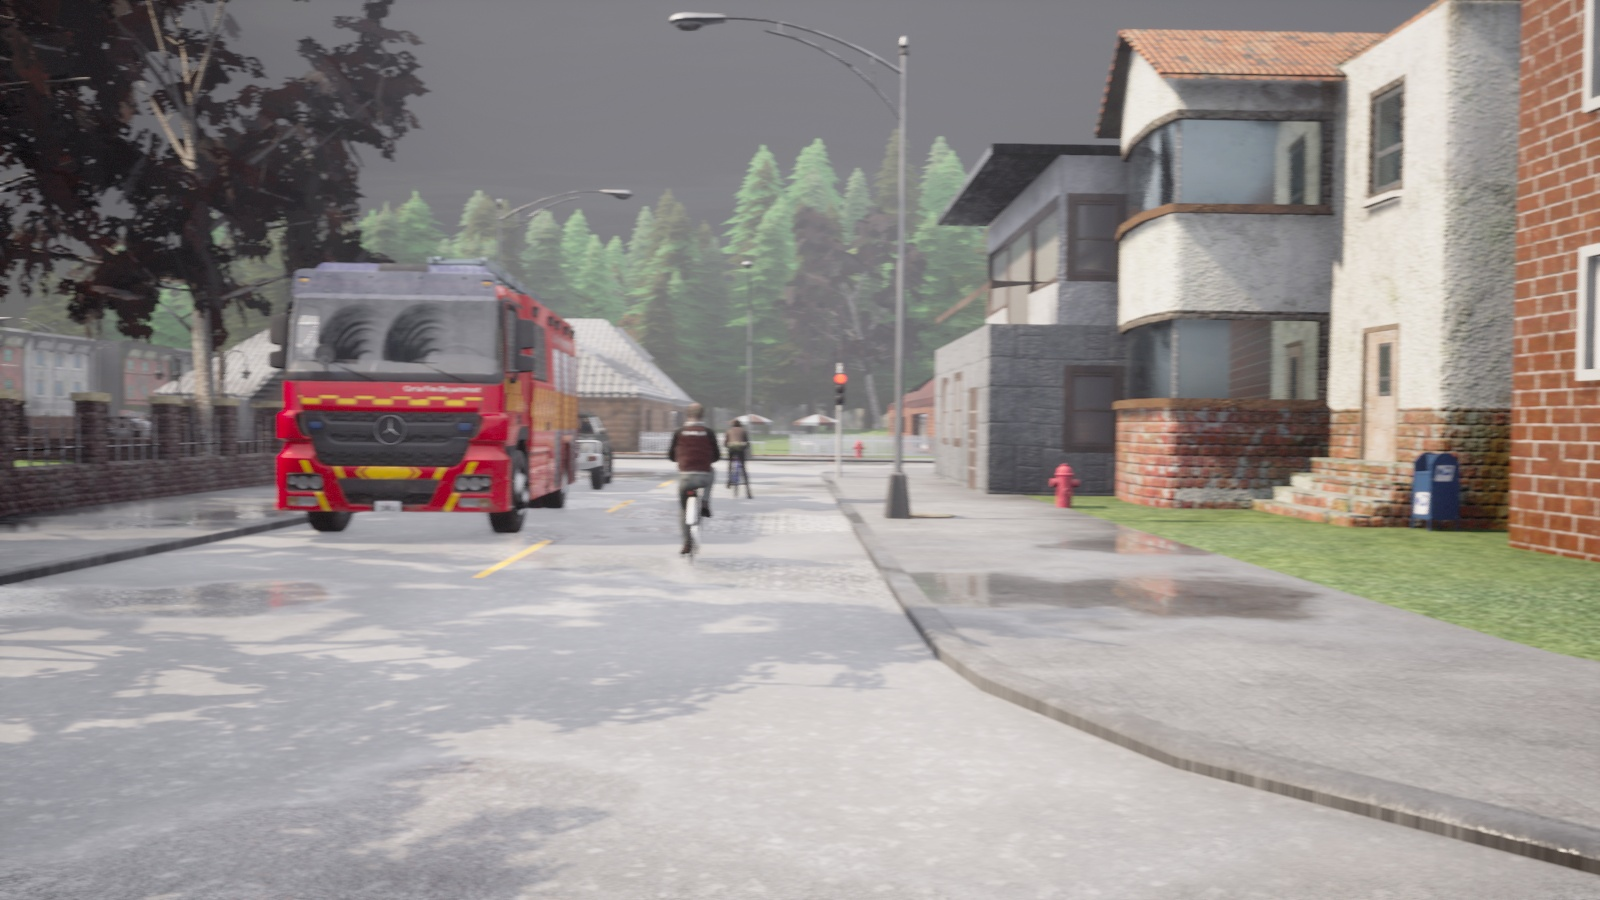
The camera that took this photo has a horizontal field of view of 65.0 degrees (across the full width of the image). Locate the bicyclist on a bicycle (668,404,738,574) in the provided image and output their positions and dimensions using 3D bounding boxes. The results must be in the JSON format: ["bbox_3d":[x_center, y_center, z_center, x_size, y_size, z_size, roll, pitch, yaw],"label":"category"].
[{"bbox_3d":[-1.067,0.388,14.123,0.659,1.776,1.843,0,1,-1],"label":"bicyclist on a bicycle"}]

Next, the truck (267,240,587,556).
[{"bbox_3d":[-5.244,-0.720,19.536,2.891,3.827,8.468,-1,1,-4],"label":"truck"}]

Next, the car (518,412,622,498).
[{"bbox_3d":[-5.333,0.054,29.708,1.932,1.855,4.605,-1,1,-4],"label":"car"}]

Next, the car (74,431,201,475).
[{"bbox_3d":[-24.073,0.093,45.717,3.633,1.501,1.845,-1,1,-2],"label":"car"}]

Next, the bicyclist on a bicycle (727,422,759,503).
[{"bbox_3d":[-1.171,0.228,26.025,0.582,1.620,1.656,-1,1,0],"label":"bicyclist on a bicycle"}]
